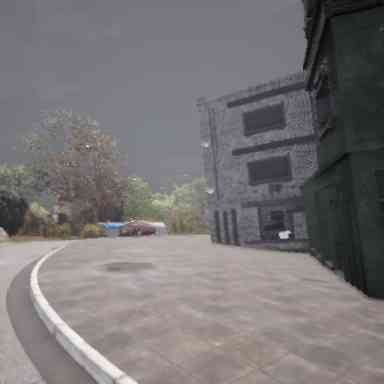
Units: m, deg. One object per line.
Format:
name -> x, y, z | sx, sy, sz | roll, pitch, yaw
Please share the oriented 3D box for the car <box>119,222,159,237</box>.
car -> -5.063, 3.670, 32.514 | 1.882, 1.535, 5.008 | -8, -9, 25
